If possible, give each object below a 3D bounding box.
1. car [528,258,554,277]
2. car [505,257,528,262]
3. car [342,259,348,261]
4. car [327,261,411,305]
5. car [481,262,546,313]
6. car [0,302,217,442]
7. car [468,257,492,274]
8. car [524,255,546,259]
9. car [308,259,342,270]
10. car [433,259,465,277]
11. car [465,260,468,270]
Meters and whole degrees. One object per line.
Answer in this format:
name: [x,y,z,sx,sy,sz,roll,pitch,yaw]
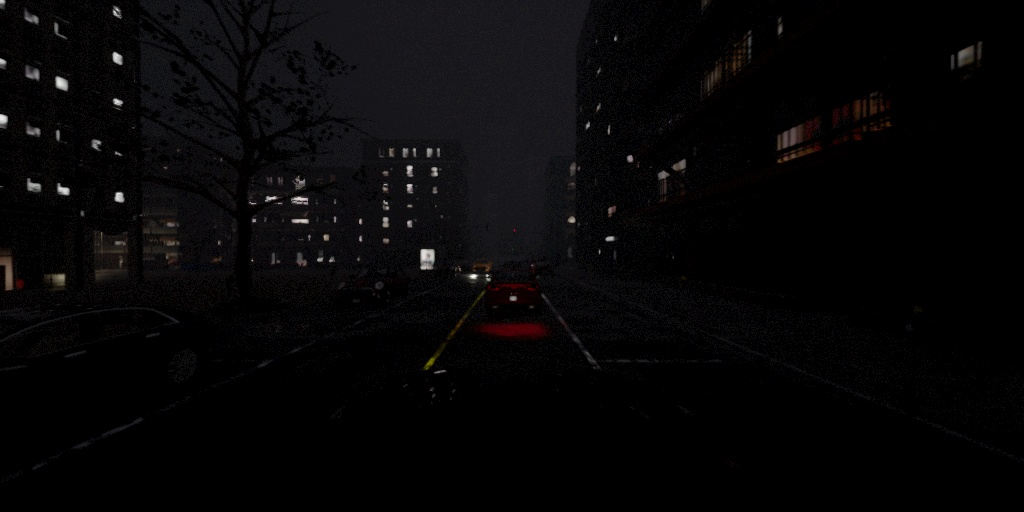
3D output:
car: [2.687,1.126,31.731,1.888,1.381,4.507,0,0,0]
car: [0.069,1.102,28.658,1.837,1.490,4.892,0,0,0]
car: [-22.398,1.353,53.556,4.403,1.370,2.007,0,0,0]
car: [-5.693,1.111,15.149,1.967,1.591,4.097,0,0,0]
car: [0.070,1.158,13.616,1.882,1.535,5.008,0,0,1]
car: [-5.692,1.286,4.094,2.007,1.370,4.403,0,0,0]
car: [-3.079,1.027,37.668,1.882,1.535,5.008,0,0,0]
car: [2.686,0.866,37.259,2.192,1.841,5.009,0,0,0]
car: [-27.967,1.434,53.516,4.403,1.370,2.007,0,0,0]
car: [-5.695,1.020,31.731,1.967,1.591,4.097,0,0,0]
car: [-5.696,1.104,42.787,1.802,1.307,4.207,0,0,0]
